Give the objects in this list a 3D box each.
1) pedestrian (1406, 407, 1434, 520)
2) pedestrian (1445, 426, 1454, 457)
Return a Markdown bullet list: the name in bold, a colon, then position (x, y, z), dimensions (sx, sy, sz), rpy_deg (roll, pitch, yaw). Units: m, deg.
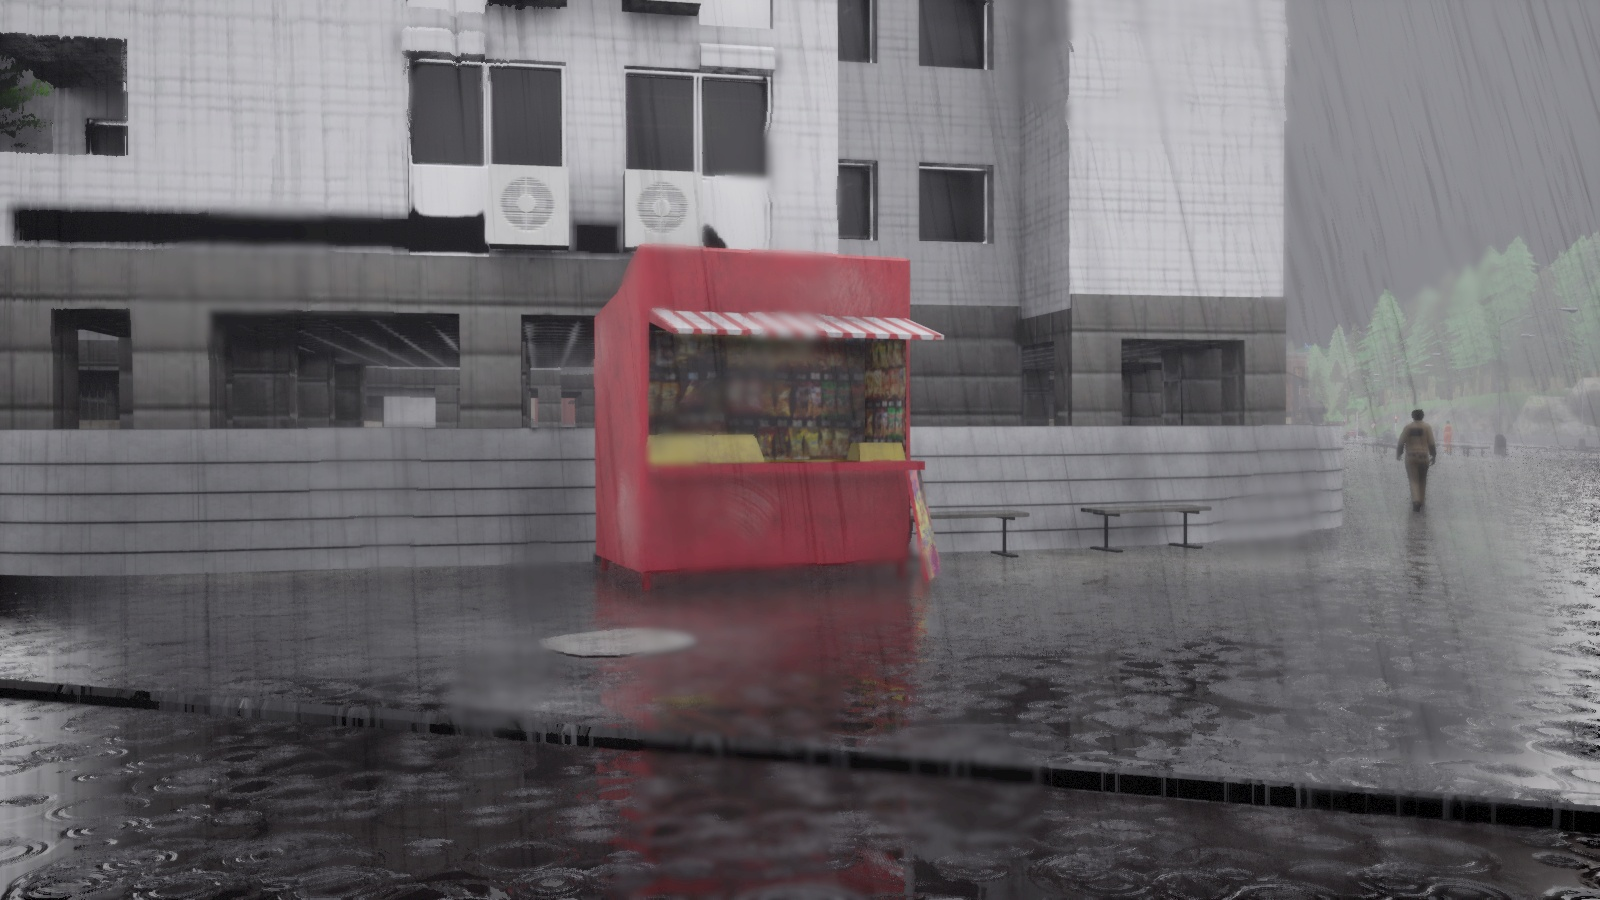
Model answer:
- **pedestrian**: position (10.857, 0.225, 21.987), dimensions (0.396, 1.930, 0.692), rpy_deg (1, 1, 27)
- **pedestrian**: position (38.054, -0.498, 73.549), dimensions (0.345, 1.836, 0.594), rpy_deg (1, 1, 19)
